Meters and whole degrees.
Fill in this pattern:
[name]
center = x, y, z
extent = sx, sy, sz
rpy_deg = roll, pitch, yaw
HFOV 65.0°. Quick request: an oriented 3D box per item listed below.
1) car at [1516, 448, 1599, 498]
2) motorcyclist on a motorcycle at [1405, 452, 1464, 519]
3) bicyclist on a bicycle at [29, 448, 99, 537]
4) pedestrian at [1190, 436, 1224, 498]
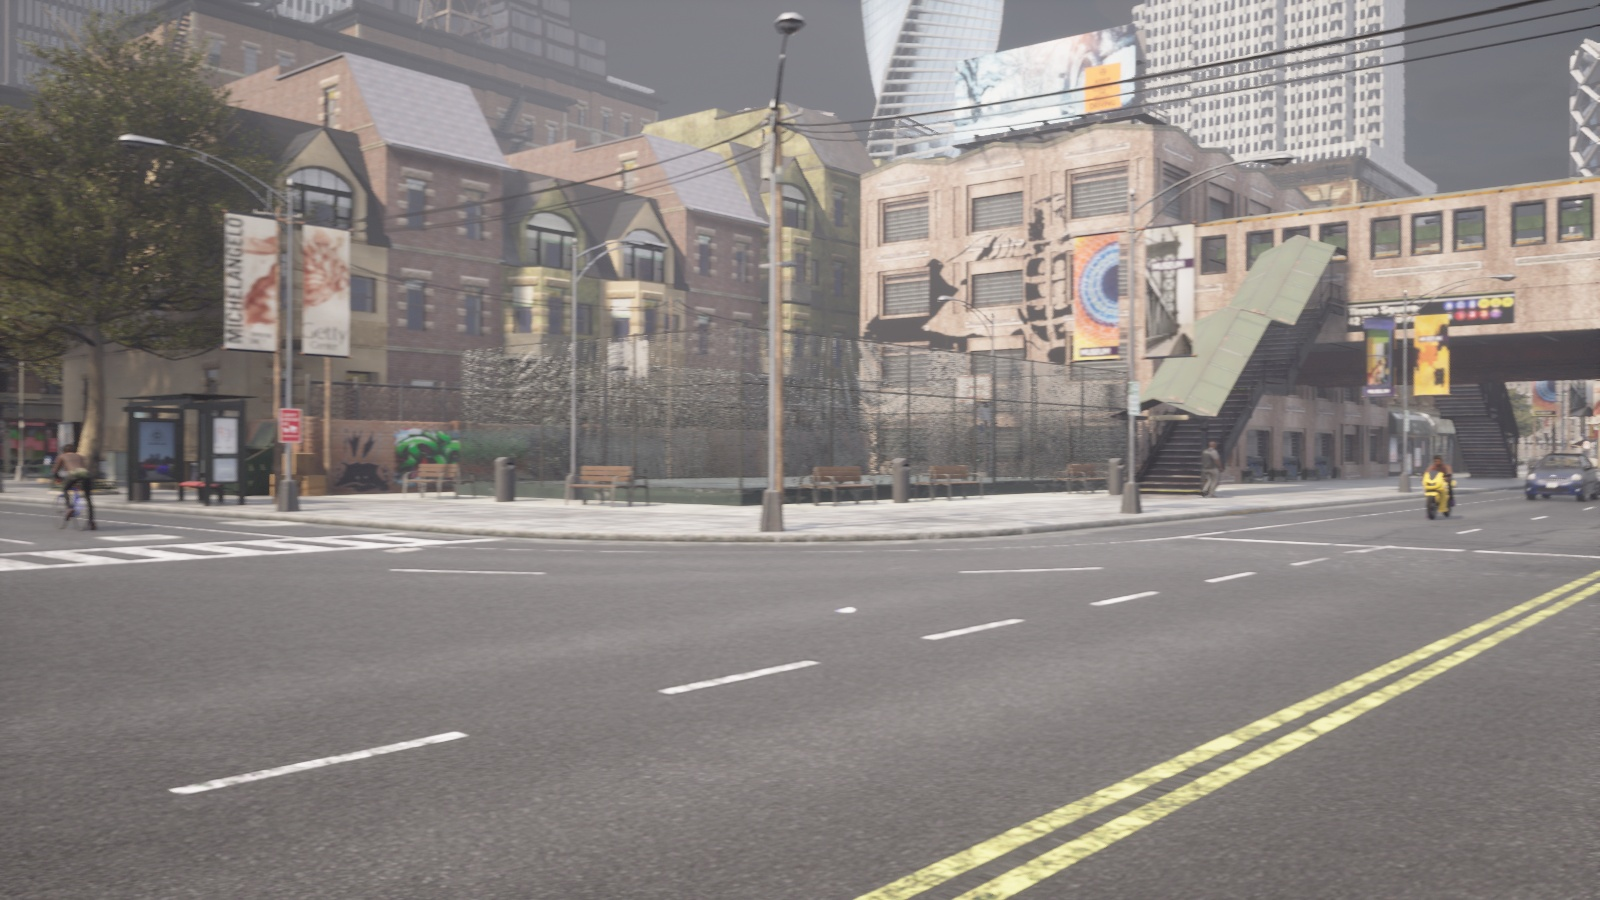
[car]
center = 25.886, 0.766, 42.883
extent = 1.851, 1.617, 3.988
rpy_deg = 0, 0, 40
[motorcyclist on a motorcycle]
center = 15.010, 0.813, 29.690
extent = 0.797, 1.523, 2.044
rpy_deg = 0, 0, 40
[bicyclist on a bicycle]
center = -13.784, 0.777, 23.501
extent = 1.656, 1.620, 0.582
rpy_deg = -1, 0, 39
[pedestrian]
center = 12.593, 0.517, 38.881
extent = 0.849, 1.883, 0.563
rpy_deg = 0, 0, -26
